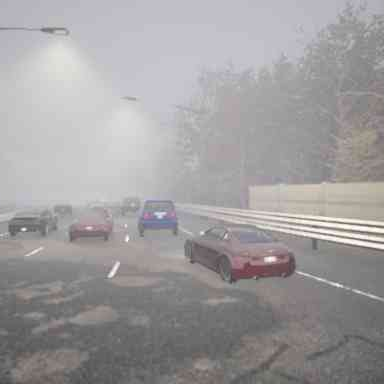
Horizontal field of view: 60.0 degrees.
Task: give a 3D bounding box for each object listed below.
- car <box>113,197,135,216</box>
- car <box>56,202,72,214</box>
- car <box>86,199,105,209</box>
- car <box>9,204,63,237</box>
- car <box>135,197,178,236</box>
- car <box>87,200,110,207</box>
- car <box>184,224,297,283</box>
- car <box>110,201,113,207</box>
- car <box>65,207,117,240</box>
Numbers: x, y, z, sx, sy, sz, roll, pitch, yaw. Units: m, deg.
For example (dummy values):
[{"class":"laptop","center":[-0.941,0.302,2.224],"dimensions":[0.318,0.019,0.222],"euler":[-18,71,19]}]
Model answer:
[{"class":"car","center":[-7.111,1.581,37.366],"dimensions":[2.150,2.045,5.566],"euler":[0,-1,-21]},{"class":"car","center":[-14.847,1.861,38.296],"dimensions":[1.882,1.535,5.008],"euler":[0,-1,-21]},{"class":"car","center":[-16.731,2.072,57.498],"dimensions":[1.837,1.490,4.892],"euler":[0,-1,-32]},{"class":"car","center":[-9.206,1.704,19.667],"dimensions":[1.837,1.490,4.892],"euler":[0,-1,-11]},{"class":"car","center":[-2.162,1.416,20.087],"dimensions":[2.150,2.045,5.566],"euler":[0,0,-10]},{"class":"car","center":[-10.411,1.886,36.498],"dimensions":[1.812,1.442,4.674],"euler":[0,-1,-20]},{"class":"car","center":[1.246,1.661,10.148],"dimensions":[1.994,1.385,4.181],"euler":[0,0,-20]},{"class":"car","center":[-12.416,2.036,49.729],"dimensions":[2.033,1.411,5.357],"euler":[0,-1,-27]},{"class":"car","center":[-5.379,1.744,18.155],"dimensions":[1.994,1.385,4.181],"euler":[0,-1,-10]}]
